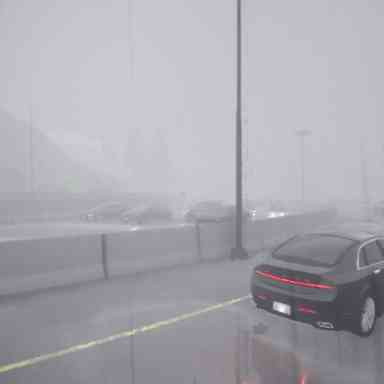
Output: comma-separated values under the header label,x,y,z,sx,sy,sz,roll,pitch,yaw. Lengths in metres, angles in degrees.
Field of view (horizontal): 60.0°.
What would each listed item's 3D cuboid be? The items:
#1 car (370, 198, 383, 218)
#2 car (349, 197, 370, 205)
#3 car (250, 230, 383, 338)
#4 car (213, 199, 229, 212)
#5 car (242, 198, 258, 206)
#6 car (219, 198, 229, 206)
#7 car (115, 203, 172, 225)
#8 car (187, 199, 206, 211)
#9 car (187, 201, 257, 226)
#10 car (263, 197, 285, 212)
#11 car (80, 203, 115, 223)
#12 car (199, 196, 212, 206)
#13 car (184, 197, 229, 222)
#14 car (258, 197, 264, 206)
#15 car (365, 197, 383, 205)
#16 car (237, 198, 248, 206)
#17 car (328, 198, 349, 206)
label,x,y,z,sx,sy,sz,roll,pitch,yaw
car,19.317,1.538,32.654,2.097,1.767,4.553,0,0,18
car,30.638,1.712,62.282,2.033,1.411,5.357,0,0,6
car,3.183,1.545,6.809,4.892,1.490,1.837,0,1,-42
car,3.986,1.718,44.415,1.882,1.535,5.008,0,0,8
car,7.925,1.762,47.418,1.837,1.490,4.892,0,0,7
car,6.114,1.864,63.560,1.812,1.442,4.674,0,0,6
car,-3.400,1.665,25.795,1.812,1.442,4.674,0,0,35
car,0.684,1.739,46.074,2.128,1.511,4.902,0,0,8
car,2.093,1.596,21.480,1.882,1.535,5.008,0,0,35
car,10.860,1.729,43.124,2.128,1.511,4.902,0,0,8
car,-6.760,1.650,27.099,1.837,1.490,4.892,1,0,37
car,2.535,1.686,62.996,2.097,1.767,4.553,0,0,6
car,1.244,1.498,26.588,2.097,1.767,4.553,0,0,30
car,12.780,1.675,60.037,2.097,1.767,4.553,0,0,6
car,34.120,1.710,61.934,1.994,1.385,4.181,0,0,6
car,9.536,1.861,62.673,1.812,1.442,4.674,0,0,6
car,27.155,1.821,62.628,1.882,1.535,5.008,0,0,6
